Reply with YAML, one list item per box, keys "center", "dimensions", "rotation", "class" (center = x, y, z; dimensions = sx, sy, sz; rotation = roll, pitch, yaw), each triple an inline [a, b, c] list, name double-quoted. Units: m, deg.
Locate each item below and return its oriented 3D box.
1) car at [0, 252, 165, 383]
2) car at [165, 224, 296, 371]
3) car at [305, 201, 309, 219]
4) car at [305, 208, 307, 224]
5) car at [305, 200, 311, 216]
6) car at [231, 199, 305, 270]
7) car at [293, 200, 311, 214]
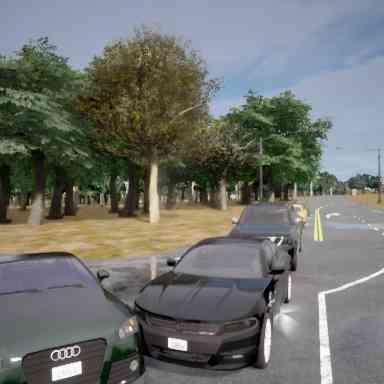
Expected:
- center: [-2.309, 1.643, 4.967]
  dimensions: [1.994, 1.385, 4.181]
  rotation: [1, -2, -33]
  class: "car"
- center: [0.737, 1.613, 6.264]
  dimensions: [1.882, 1.535, 5.008]
  rotation: [-1, -2, 21]
  class: "car"
- center: [7.234, 1.662, 24.063]
  dimensions: [1.882, 1.535, 5.008]
  rotation: [-1, 0, 21]
  class: "car"
- center: [5.085, 1.773, 18.309]
  dimensions: [1.895, 1.301, 4.718]
  rotation: [-1, 0, 21]
  class: "car"
- center: [9.293, 1.723, 29.567]
  dimensions: [1.812, 1.442, 4.674]
  rotation: [-1, 0, 21]
  class: "car"
- center: [2.858, 1.459, 12.405]
  dimensions: [2.150, 2.045, 5.566]
  rotation: [-2, 0, 21]
  class: "car"
- center: [13.317, 1.745, 40.152]
  dimensions: [1.812, 1.442, 4.674]
  rotation: [-1, 0, 21]
  class: "car"
